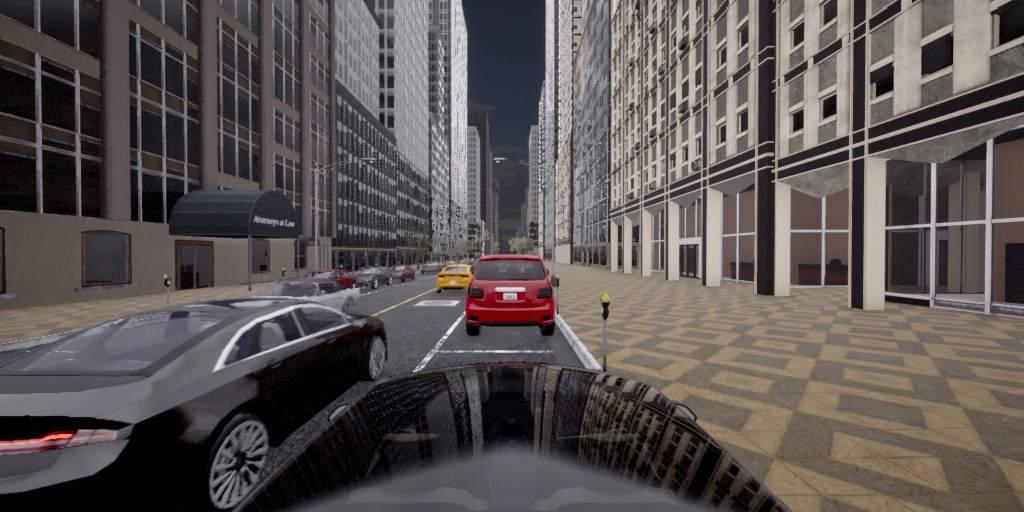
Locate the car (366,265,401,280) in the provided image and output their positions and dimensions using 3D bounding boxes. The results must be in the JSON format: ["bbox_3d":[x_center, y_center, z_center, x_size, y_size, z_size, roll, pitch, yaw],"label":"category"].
[{"bbox_3d":[-8.838,1.297,22.523,2.007,1.370,4.403,0,0,0],"label":"car"}]

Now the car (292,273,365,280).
[{"bbox_3d":[-6.248,1.349,10.391,1.895,1.301,4.718,0,0,0],"label":"car"}]

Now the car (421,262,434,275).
[{"bbox_3d":[-8.837,1.294,39.574,2.007,1.370,4.403,0,0,0],"label":"car"}]

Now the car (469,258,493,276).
[{"bbox_3d":[-3.146,1.095,37.152,2.097,1.767,4.553,0,0,0],"label":"car"}]

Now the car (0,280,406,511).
[{"bbox_3d":[-3.046,1.240,4.237,2.128,1.511,4.902,0,0,0],"label":"car"}]

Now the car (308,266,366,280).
[{"bbox_3d":[-8.837,1.292,16.839,1.888,1.381,4.507,0,0,0],"label":"car"}]

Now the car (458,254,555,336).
[{"bbox_3d":[-0.039,0.976,10.531,2.150,2.045,5.566,0,0,0],"label":"car"}]

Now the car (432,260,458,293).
[{"bbox_3d":[-3.044,1.224,20.870,1.882,1.535,5.008,0,0,0],"label":"car"}]

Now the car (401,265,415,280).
[{"bbox_3d":[-8.837,1.327,28.206,1.802,1.307,4.207,0,0,0],"label":"car"}]
